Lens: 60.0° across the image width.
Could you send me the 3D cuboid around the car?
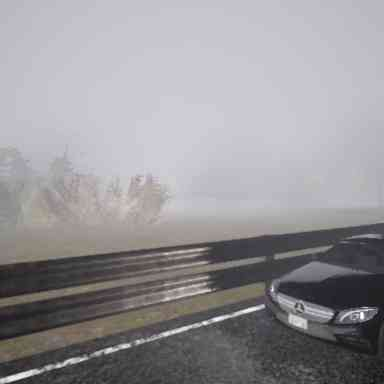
[{"bbox_3d":[3.361,1.536,5.960,4.674,1.442,1.812,0,0,-36],"label":"car"}]
